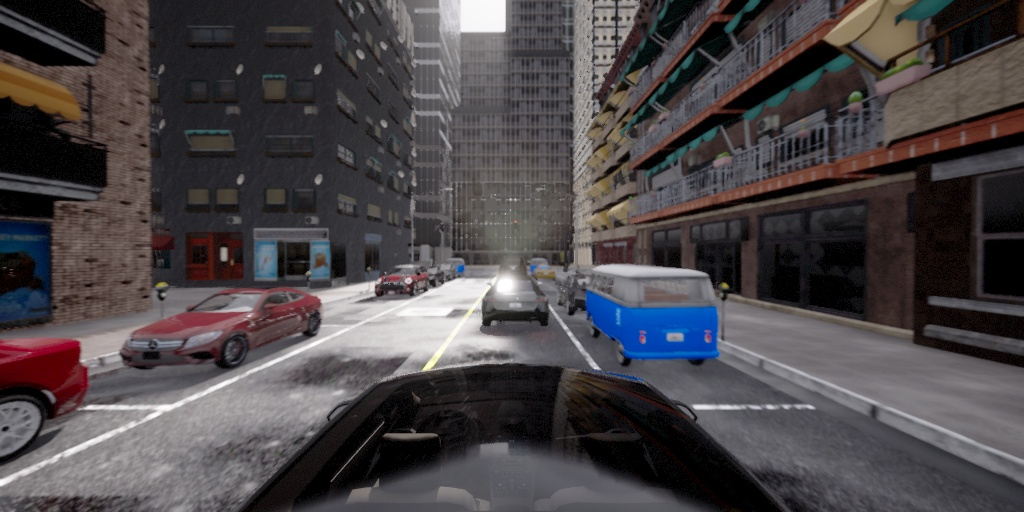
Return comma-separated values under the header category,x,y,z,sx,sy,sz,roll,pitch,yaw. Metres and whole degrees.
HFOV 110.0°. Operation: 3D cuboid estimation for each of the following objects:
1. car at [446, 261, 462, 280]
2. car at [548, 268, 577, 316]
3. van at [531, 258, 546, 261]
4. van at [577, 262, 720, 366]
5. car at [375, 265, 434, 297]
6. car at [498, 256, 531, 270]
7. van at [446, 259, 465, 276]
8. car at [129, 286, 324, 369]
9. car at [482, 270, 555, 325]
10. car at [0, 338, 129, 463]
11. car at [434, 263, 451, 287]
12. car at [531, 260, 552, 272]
category,x,y,z,sx,sy,sz,roll,pitch,yaw
car,-5.704,1.341,30.167,2.007,1.370,4.403,0,0,0
car,2.684,1.317,13.337,2.007,1.370,4.403,0,0,0
van,2.675,1.141,35.744,1.690,1.789,3.998,0,0,0
van,2.686,1.099,7.734,1.690,1.789,3.998,0,0,0
car,-5.699,1.214,18.964,1.967,1.591,4.097,0,0,0
car,0.084,1.010,28.515,2.150,2.045,5.566,0,0,0
van,-5.706,1.140,35.769,1.690,1.789,3.998,0,0,0
car,-5.694,1.340,7.759,1.802,1.307,4.207,0,0,0
car,0.095,1.329,11.867,1.994,1.385,4.181,0,0,0
car,-5.692,1.295,2.158,1.888,1.381,4.507,0,0,0
car,-5.702,1.348,24.565,1.948,1.339,4.313,0,0,0
car,2.677,1.317,30.312,1.751,1.417,4.829,0,0,0
